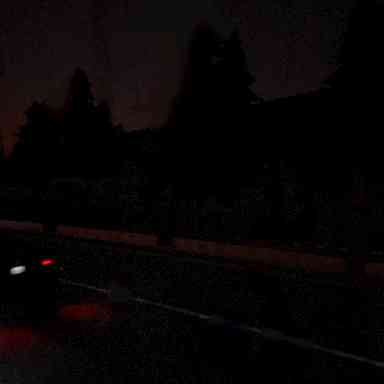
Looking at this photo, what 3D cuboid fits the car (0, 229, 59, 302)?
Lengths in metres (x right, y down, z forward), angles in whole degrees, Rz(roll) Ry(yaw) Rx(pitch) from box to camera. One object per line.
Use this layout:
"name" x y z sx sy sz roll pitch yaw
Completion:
"car" -5.221 1.367 7.105 5.357 1.411 2.033 1 1 30
